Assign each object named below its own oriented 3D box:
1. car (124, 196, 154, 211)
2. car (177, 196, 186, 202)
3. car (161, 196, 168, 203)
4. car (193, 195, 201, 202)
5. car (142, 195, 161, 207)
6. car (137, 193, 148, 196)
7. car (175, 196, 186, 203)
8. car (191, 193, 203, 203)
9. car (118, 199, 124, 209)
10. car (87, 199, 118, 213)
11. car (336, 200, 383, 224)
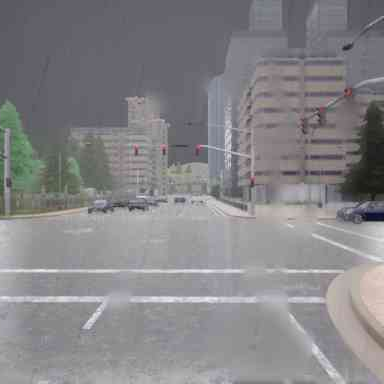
[{"bbox_3d":[-6.333,1.547,40.295,2.033,1.411,5.357,0,0,1],"label":"car"},{"bbox_3d":[-2.382,1.593,76.688,1.895,1.301,4.718,0,0,1],"label":"car"},{"bbox_3d":[-6.005,1.477,66.810,1.882,1.535,5.008,0,0,1],"label":"car"},{"bbox_3d":[1.117,1.521,76.625,1.812,1.442,4.674,0,0,1],"label":"car"},{"bbox_3d":[-6.235,1.564,49.920,1.994,1.385,4.181,0,0,0],"label":"car"},{"bbox_3d":[-9.549,1.223,64.147,2.150,2.045,5.566,0,0,1],"label":"car"},{"bbox_3d":[-2.472,1.477,67.289,1.882,1.535,5.008,0,0,1],"label":"car"},{"bbox_3d":[1.024,1.221,66.939,2.150,2.045,5.566,0,0,1],"label":"car"},{"bbox_3d":[-9.780,1.601,45.600,1.895,1.301,4.718,0,0,1],"label":"car"},{"bbox_3d":[-9.854,1.526,36.417,1.812,1.442,4.674,0,0,1],"label":"car"},{"bbox_3d":[12.943,1.352,24.092,4.553,1.767,2.097,0,0,1],"label":"car"}]
